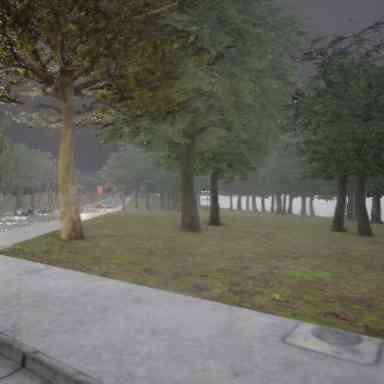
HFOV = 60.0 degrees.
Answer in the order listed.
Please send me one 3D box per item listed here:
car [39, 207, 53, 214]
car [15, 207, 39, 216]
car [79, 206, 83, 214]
[{"bbox_3d":[-29.313,3.700,66.747,2.033,1.411,5.357,0,-2,-10],"label":"car"},{"bbox_3d":[-27.175,3.150,54.075,2.128,1.511,4.902,0,-2,-9],"label":"car"},{"bbox_3d":[-22.153,3.322,63.388,2.097,1.767,4.553,0,-2,-10],"label":"car"}]
